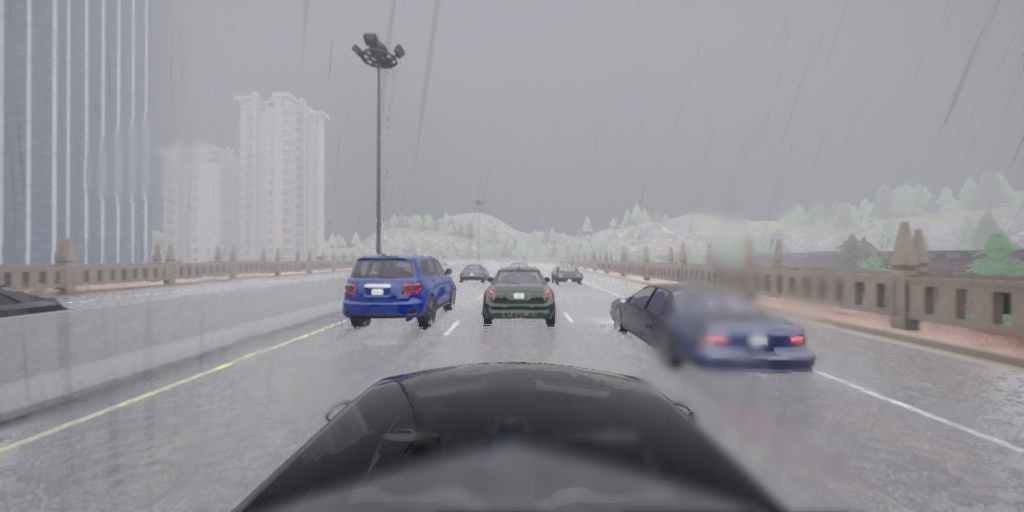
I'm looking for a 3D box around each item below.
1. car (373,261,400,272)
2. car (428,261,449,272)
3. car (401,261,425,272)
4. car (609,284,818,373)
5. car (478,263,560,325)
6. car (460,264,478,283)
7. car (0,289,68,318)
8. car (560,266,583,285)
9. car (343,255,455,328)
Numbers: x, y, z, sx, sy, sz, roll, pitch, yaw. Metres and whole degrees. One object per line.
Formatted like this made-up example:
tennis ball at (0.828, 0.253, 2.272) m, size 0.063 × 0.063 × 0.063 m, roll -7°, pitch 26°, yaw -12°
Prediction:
car at (-16.807, 1.393, 48.231) m, size 1.994 × 1.385 × 4.181 m, roll 0°, pitch 0°, yaw 1°
car at (-9.811, 1.359, 48.105) m, size 1.812 × 1.442 × 4.674 m, roll 0°, pitch 0°, yaw 1°
car at (-13.306, 1.396, 48.312) m, size 1.994 × 1.385 × 4.181 m, roll 0°, pitch 0°, yaw 1°
car at (3.660, 1.312, 7.797) m, size 2.033 × 1.411 × 5.357 m, roll 0°, pitch 0°, yaw 0°
car at (0.228, 1.122, 12.005) m, size 2.097 × 1.767 × 4.553 m, roll 0°, pitch 0°, yaw 1°
car at (-2.984, 1.365, 28.920) m, size 1.994 × 1.385 × 4.181 m, roll 0°, pitch 0°, yaw 1°
car at (-10.560, 1.254, 5.702) m, size 1.837 × 1.490 × 4.892 m, roll 0°, pitch 0°, yaw 0°
car at (3.979, 1.403, 26.819) m, size 1.895 × 1.301 × 4.718 m, roll 0°, pitch 0°, yaw 1°
car at (-3.286, 0.988, 11.538) m, size 2.150 × 2.045 × 5.566 m, roll 0°, pitch 0°, yaw 1°
